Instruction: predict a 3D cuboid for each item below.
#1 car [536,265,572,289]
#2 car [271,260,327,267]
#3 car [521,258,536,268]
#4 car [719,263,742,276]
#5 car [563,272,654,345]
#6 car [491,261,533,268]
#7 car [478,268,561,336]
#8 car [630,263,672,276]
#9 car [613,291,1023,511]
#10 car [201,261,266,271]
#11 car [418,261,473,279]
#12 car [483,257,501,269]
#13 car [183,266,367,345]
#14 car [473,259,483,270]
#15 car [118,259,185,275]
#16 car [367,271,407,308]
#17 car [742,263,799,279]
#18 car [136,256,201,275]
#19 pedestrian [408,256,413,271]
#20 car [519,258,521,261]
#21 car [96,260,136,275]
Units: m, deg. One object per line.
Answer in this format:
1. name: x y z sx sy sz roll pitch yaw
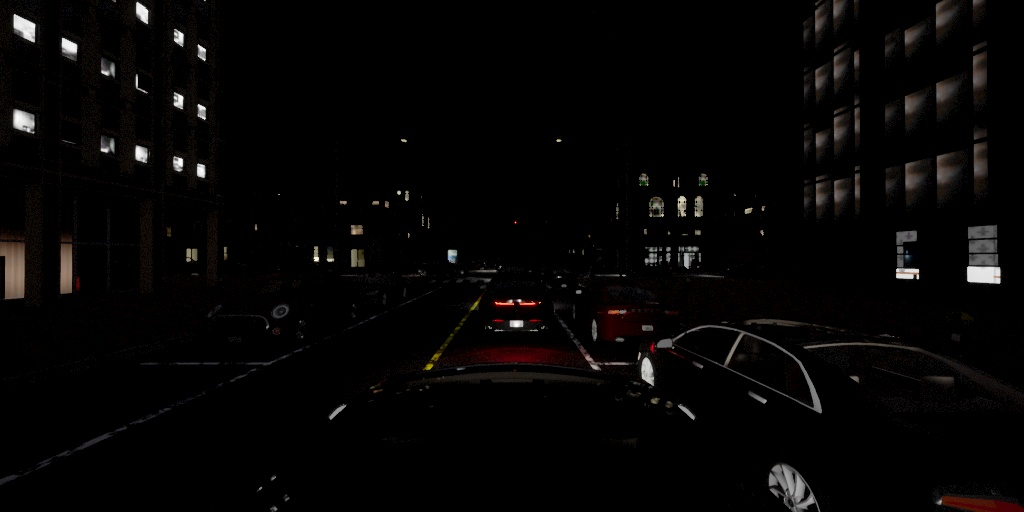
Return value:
1. car: 2.690 1.302 20.729 2.007 1.370 4.403 0 0 0
2. car: -20.536 1.150 35.650 4.902 1.511 2.128 1 0 1
3. car: 2.687 1.322 53.119 1.948 1.339 4.313 0 0 0
4. car: 24.624 1.413 38.160 4.674 1.442 1.812 0 0 1
5. car: 2.690 1.296 9.345 1.888 1.381 4.507 0 0 0
6. car: 0.095 1.230 20.552 1.882 1.535 5.008 0 0 2
7. car: 0.100 1.255 10.363 1.837 1.490 4.892 0 0 0
8. car: 14.809 1.403 38.306 4.181 1.385 1.994 0 0 1
9. car: 2.691 1.301 3.653 2.007 1.370 4.403 0 0 0
10. car: -25.417 1.177 33.130 4.403 1.370 2.007 0 0 1
11. car: -6.469 1.242 33.110 4.902 1.511 2.128 0 -1 32
12. car: -3.087 1.234 53.804 1.882 1.535 5.008 0 0 1
13. car: -5.690 1.190 9.361 1.967 1.591 4.097 0 0 0
14. car: -5.693 1.338 53.132 1.802 1.307 4.207 0 0 0
15. car: -36.039 1.102 35.894 4.892 1.490 1.837 0 0 1
16. car: -5.691 1.302 15.053 2.007 1.370 4.403 0 0 0
17. car: 23.641 1.433 32.343 4.207 1.307 1.802 0 0 1
18. car: -30.953 0.917 33.215 5.009 1.841 2.192 0 0 1
19. pedestrian: -12.554 0.885 44.265 0.375 1.860 0.375 0 -1 1
20. car: 2.687 1.340 64.161 1.802 1.307 4.207 0 0 0
21. car: -36.490 1.130 33.300 4.403 1.370 2.007 0 0 1
